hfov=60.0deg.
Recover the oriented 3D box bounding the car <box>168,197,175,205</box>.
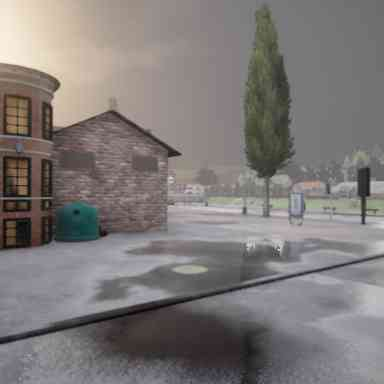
[{"bbox_3d":[-4.900,1.664,60.163,1.812,1.442,4.674,0,0,-35],"label":"car"}]
